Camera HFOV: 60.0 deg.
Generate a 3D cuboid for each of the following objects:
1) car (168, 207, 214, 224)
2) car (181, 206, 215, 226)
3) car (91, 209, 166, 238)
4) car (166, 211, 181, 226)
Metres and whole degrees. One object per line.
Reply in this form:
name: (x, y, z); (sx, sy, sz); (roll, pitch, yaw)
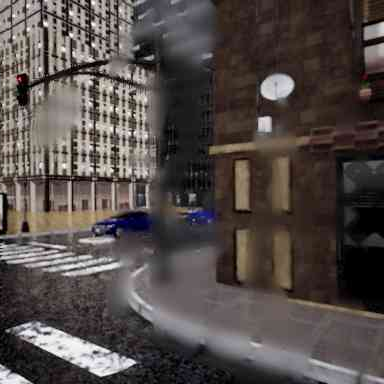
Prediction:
car: (0.002, 2.078, 30.250); (2.008, 1.369, 4.403); (-2, -2, 35)
car: (1.572, 1.949, 27.734); (1.882, 1.535, 5.008); (-1, -1, 35)
car: (-3.848, 1.860, 20.017); (1.812, 1.442, 4.674); (-1, -1, 33)
car: (-3.201, 1.996, 25.694); (2.008, 1.369, 4.403); (-2, -2, 35)
